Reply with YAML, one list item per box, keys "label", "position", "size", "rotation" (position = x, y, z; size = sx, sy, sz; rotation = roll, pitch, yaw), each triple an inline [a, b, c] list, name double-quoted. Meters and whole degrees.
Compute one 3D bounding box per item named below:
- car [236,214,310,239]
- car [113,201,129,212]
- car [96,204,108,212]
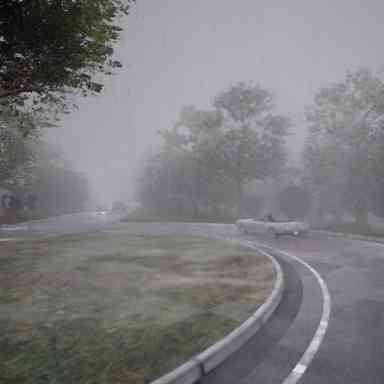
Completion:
- label: "car"
  position: [4.565, 1.946, 19.674]
  size: [1.895, 1.301, 4.718]
  rotation: [0, -1, -26]
- label: "car"
  position: [-13.849, 2.755, 63.529]
  size: [2.150, 2.045, 5.566]
  rotation: [-1, -1, -7]
- label: "car"
  position: [-17.561, 3.128, 65.050]
  size: [1.837, 1.490, 4.892]
  rotation: [-1, -1, -7]
